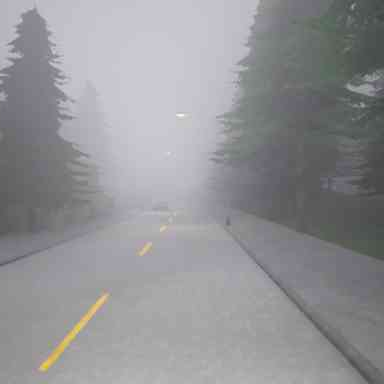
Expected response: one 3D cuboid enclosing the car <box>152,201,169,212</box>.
[{"bbox_3d":[-4.056,1.901,44.135,2.033,1.411,5.357,0,0,1],"label":"car"}]
